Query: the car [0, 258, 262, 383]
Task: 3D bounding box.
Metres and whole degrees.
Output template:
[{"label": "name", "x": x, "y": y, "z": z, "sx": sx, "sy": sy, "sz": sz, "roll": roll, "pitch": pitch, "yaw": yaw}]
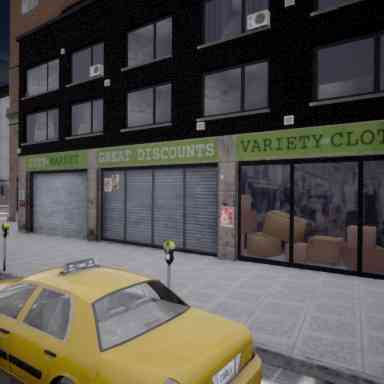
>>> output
[{"label": "car", "x": -1.579, "y": 1.524, "z": 4.217, "sx": 4.829, "sy": 1.417, "sz": 1.752, "roll": 0, "pitch": 1, "yaw": 35}]
